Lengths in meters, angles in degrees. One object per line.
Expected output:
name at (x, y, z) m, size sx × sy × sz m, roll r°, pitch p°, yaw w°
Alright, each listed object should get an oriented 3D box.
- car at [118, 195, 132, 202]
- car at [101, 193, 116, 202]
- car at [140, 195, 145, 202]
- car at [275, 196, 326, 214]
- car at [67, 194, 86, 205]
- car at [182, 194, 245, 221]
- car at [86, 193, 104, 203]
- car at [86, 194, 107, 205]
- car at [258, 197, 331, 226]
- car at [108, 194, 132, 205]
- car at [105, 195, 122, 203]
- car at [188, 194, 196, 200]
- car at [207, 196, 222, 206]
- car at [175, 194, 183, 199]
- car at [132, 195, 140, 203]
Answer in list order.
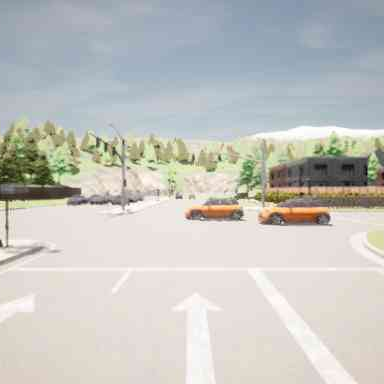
car at (-15.006, 1.340, 74.443) m, size 2.033 × 1.411 × 5.357 m, roll 0°, pitch 0°, yaw 0°
car at (-18.505, 1.157, 73.845) m, size 2.097 × 1.767 × 4.553 m, roll 0°, pitch 0°, yaw 0°
car at (-11.505, 1.344, 73.025) m, size 2.033 × 1.411 × 5.357 m, roll 0°, pitch 0°, yaw 0°
car at (10.753, 1.262, 33.330) m, size 4.553 × 1.767 × 2.097 m, roll 0°, pitch 0°, yaw 6°
car at (-18.504, 1.207, 53.801) m, size 2.097 × 1.767 × 4.553 m, roll 0°, pitch 0°, yaw 0°
car at (1.722, 1.283, 25.809) m, size 4.553 × 1.767 × 2.097 m, roll 0°, pitch 0°, yaw -1°
car at (-18.505, 1.181, 63.618) m, size 2.097 × 1.767 × 4.553 m, roll 0°, pitch 0°, yaw 0°
car at (-15.004, 1.402, 54.004) m, size 2.033 × 1.411 × 5.357 m, roll 0°, pitch 0°, yaw 0°
car at (6.784, 1.292, 22.360) m, size 4.553 × 1.767 × 2.097 m, roll 0°, pitch 0°, yaw -1°
car at (-11.504, 1.208, 53.717) m, size 2.097 × 1.767 × 4.553 m, roll 0°, pitch 0°, yaw 0°
car at (-15.005, 1.376, 64.031) m, size 2.033 × 1.411 × 5.357 m, roll 0°, pitch 0°, yaw 0°
car at (-0.007, 1.236, 90.537) m, size 1.882 × 1.535 × 5.008 m, roll 0°, pitch 0°, yaw 0°
car at (3.589, 1.402, 54.422) m, size 2.033 × 1.411 × 5.357 m, roll 0°, pitch 0°, yaw 0°
car at (-3.507, 1.283, 90.514) m, size 2.128 × 1.511 × 4.902 m, roll 0°, pitch 0°, yaw 0°
car at (-11.505, 1.433, 62.544) m, size 1.895 × 1.301 × 4.718 m, roll 0°, pitch 0°, yaw 0°
